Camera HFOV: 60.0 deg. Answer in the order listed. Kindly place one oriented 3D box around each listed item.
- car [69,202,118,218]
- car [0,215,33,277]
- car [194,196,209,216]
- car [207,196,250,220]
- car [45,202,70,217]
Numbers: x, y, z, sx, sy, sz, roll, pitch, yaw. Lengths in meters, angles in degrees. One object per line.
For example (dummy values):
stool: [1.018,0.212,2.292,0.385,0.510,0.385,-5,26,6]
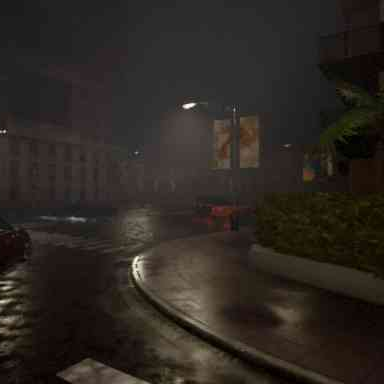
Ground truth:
car: [-9.148,1.700,32.044,1.994,1.385,4.181,0,0,33]
car: [-5.990,1.377,9.185,2.097,1.767,4.553,1,0,-14]
car: [2.350,1.425,34.698,2.150,2.045,5.566,0,0,33]
car: [3.605,1.536,30.223,2.097,1.767,4.553,0,0,33]
car: [-12.106,1.680,33.920,2.033,1.411,5.357,0,0,33]
